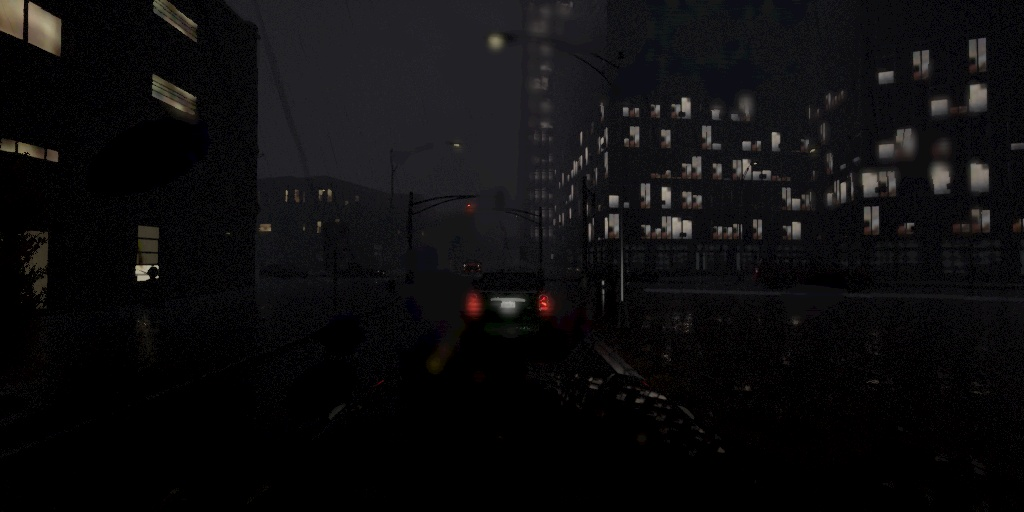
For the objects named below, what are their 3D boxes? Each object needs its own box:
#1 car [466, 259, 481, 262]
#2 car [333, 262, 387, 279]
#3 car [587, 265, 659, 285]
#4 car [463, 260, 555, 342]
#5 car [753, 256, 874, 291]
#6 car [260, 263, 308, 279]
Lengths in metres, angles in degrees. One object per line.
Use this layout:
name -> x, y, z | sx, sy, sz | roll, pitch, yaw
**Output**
car -> -4.724, 1.112, 42.737 | 2.097, 1.767, 4.553 | 0, 0, -5
car -> -13.704, 1.282, 32.304 | 4.892, 1.490, 1.837 | 0, -1, 15
car -> 7.691, 1.294, 24.918 | 4.718, 1.301, 1.895 | 0, -1, 18
car -> -0.088, 1.105, 9.990 | 2.097, 1.767, 4.553 | 0, 0, -1
car -> 16.022, 0.931, 19.378 | 5.009, 1.841, 2.192 | 0, 0, 19
car -> -20.166, 1.321, 31.691 | 4.313, 1.339, 1.948 | 0, 0, 19
